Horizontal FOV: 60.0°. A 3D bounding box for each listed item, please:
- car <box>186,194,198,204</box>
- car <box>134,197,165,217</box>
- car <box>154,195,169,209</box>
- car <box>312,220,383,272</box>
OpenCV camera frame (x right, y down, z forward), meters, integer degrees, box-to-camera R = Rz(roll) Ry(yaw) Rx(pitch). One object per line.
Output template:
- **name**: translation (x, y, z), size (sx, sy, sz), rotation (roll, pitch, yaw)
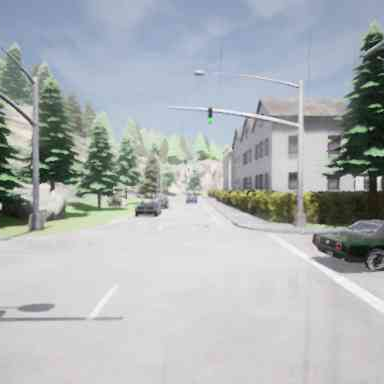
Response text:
- **car**: translation (-0.034, 1.058, 52.578), size (2.033, 1.411, 5.357), rotation (0, 1, 0)
- **car**: translation (-3.670, 1.335, 28.381), size (1.895, 1.301, 4.718), rotation (0, 1, 0)
- **car**: translation (-3.680, 1.131, 38.572), size (2.128, 1.511, 4.902), rotation (0, 1, 0)
- **car**: translation (6.271, 1.524, 10.017), size (4.718, 1.301, 1.895), rotation (0, 0, -6)
